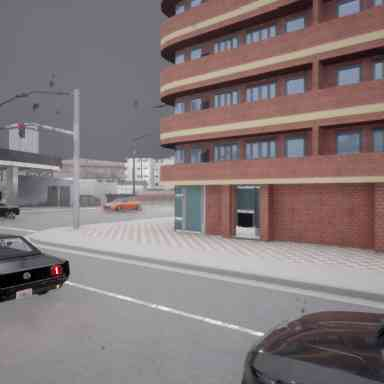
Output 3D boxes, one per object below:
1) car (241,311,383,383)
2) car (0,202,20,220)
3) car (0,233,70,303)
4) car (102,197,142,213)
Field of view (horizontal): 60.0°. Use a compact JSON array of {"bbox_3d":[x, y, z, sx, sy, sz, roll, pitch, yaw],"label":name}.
[{"bbox_3d":[2.668,1.514,2.092,4.892,1.490,1.837,0,0,35],"label":"car"},{"bbox_3d":[-15.825,1.483,25.529,2.128,1.511,4.902,0,0,35],"label":"car"},{"bbox_3d":[-4.913,1.599,7.483,4.718,1.301,1.895,0,0,36],"label":"car"},{"bbox_3d":[-7.778,1.373,37.199,2.097,1.767,4.553,0,0,35],"label":"car"}]
